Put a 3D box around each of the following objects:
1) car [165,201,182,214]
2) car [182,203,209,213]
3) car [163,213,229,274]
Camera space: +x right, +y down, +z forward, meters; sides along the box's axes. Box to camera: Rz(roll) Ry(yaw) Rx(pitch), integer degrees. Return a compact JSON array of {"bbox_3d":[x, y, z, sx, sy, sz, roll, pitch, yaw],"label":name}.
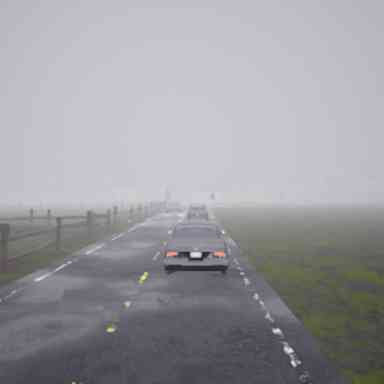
[{"bbox_3d":[-2.071,1.827,39.873,1.837,1.490,4.892,0,0,2],"label":"car"},{"bbox_3d":[0.543,1.737,30.252,2.128,1.511,4.902,0,0,2],"label":"car"},{"bbox_3d":[0.143,1.636,10.823,2.033,1.411,5.357,0,0,1],"label":"car"}]
